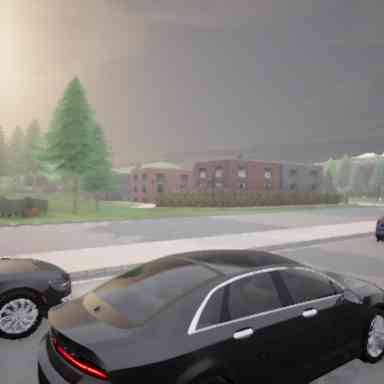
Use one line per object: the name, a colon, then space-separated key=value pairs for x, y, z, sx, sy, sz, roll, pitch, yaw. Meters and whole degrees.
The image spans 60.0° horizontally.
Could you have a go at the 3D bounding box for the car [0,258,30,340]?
car: x=-4.354 y=1.503 z=4.929 sx=4.892 sy=1.490 sz=1.837 roll=0 pitch=0 yaw=-36

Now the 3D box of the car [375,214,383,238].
car: x=10.632 y=1.395 z=15.632 sx=4.553 sy=1.767 sz=2.097 roll=0 pitch=0 yaw=-36

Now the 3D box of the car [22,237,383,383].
car: x=0.724 y=1.512 z=4.259 sx=4.892 sy=1.490 sz=1.837 roll=0 pitch=0 yaw=-36
